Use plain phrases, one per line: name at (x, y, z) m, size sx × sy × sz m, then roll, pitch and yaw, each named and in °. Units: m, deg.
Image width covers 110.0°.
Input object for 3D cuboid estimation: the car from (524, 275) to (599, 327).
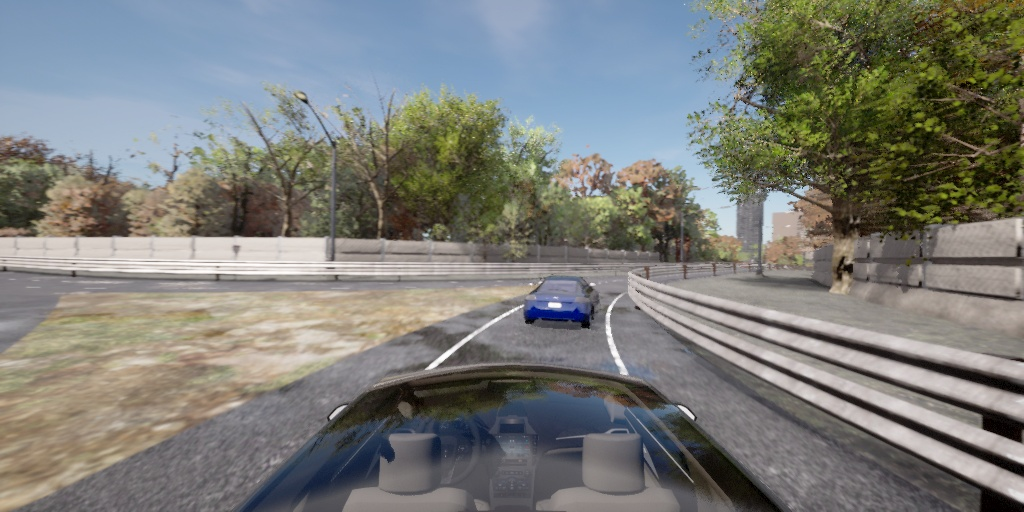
car at (1.755, 1.329, 11.799) m, size 1.994 × 1.385 × 4.181 m, roll 1°, pitch 0°, yaw 17°
